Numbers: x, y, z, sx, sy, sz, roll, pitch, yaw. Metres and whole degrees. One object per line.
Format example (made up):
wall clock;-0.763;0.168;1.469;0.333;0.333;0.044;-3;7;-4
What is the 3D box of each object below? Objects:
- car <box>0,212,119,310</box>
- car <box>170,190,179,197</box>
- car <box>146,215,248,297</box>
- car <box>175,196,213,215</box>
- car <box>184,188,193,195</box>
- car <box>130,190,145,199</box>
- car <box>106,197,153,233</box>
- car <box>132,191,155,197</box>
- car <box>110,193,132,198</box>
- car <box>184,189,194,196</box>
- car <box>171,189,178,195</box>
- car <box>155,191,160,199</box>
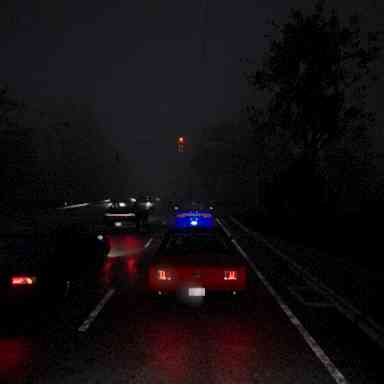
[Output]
car;-3.402;1.452;7.912;2.033;1.411;5.357;0;1;0
car;-4.048;0.354;75.661;2.033;1.411;5.357;0;1;-2
car;0.099;1.500;8.280;1.895;1.301;4.718;0;1;0
car;0.097;1.228;17.622;1.882;1.535;5.008;0;1;0
car;-1.054;-0.082;86.281;2.097;1.767;4.553;0;1;-3
car;-10.793;0.470;66.026;2.128;1.511;4.902;0;1;-1
car;-3.402;1.239;17.773;2.128;1.511;4.902;0;1;0
car;-7.139;0.596;49.408;2.097;1.767;4.553;0;1;0
car;-10.635;0.853;48.819;1.895;1.301;4.718;0;1;0
car;-0.564;0.295;76.171;1.882;1.535;5.008;0;1;-2
car;-4.550;0.091;86.114;1.812;1.442;4.674;0;1;-3
car;-7.282;0.530;65.750;2.033;1.411;5.357;0;1;-1
